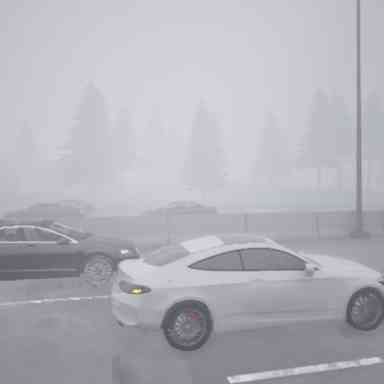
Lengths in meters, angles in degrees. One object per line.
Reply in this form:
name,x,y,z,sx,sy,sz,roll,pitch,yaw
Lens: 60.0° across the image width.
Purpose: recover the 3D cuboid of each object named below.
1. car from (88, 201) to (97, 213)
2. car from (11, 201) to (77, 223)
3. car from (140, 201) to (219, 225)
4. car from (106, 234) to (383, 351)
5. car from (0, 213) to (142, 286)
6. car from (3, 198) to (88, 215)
car,-10.725,1.340,28.459,4.892,1.490,1.837,-1,1,-12
car,-10.891,1.432,24.845,4.181,1.385,1.994,-1,1,-12
car,-0.825,1.323,19.839,4.902,1.511,2.128,-1,1,-12
car,1.016,1.467,5.712,4.674,1.442,1.812,0,0,-12
car,-3.804,1.449,8.260,4.902,1.511,2.128,0,1,-12
car,-9.567,1.392,21.548,4.892,1.490,1.837,-1,1,-12
